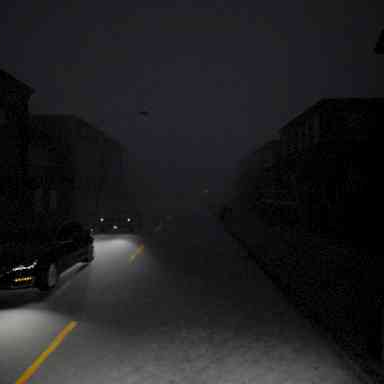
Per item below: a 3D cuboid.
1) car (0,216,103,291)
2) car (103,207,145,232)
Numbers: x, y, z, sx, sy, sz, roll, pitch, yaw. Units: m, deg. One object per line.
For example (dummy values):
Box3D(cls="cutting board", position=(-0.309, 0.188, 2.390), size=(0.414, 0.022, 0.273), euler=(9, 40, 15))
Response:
Box3D(cls="car", position=(-4.087, 1.488, 9.058), size=(1.837, 1.490, 4.892), euler=(0, 0, 0))
Box3D(cls="car", position=(-4.071, 1.562, 19.890), size=(1.895, 1.301, 4.718), euler=(0, 0, 0))
